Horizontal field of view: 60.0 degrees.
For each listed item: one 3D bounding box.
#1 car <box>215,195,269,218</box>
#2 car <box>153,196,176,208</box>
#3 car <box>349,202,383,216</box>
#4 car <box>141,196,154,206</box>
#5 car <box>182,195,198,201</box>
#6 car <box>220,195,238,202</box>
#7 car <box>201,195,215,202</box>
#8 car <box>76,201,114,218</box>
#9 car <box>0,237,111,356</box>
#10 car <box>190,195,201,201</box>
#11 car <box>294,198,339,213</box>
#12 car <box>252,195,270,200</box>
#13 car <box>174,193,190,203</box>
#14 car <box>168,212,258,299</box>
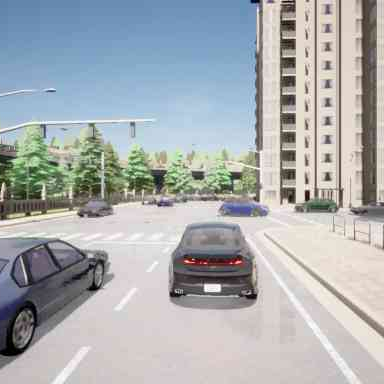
[{"bbox_3d":[4.829,1.395,30.944,4.553,1.767,2.097,0,0,22],"label":"car"},{"bbox_3d":[-3.980,1.601,49.123,1.895,1.301,4.718,0,0,4],"label":"car"},{"bbox_3d":[18.355,1.656,33.188,4.718,1.301,1.895,0,0,3],"label":"car"},{"bbox_3d":[-7.081,1.491,55.034,2.128,1.511,4.902,0,0,4],"label":"car"},{"bbox_3d":[-0.423,1.552,83.636,1.994,1.385,4.181,0,0,34],"label":"car"},{"bbox_3d":[8.705,1.525,78.401,2.128,1.511,4.902,0,0,34],"label":"car"},{"bbox_3d":[4.884,1.500,78.871,1.837,1.490,4.892,0,0,34],"label":"car"},{"bbox_3d":[-8.711,1.548,30.436,2.033,1.411,5.357,0,0,4],"label":"car"},{"bbox_3d":[-3.138,1.547,6.033,2.033,1.411,5.357,0,0,4],"label":"car"},{"bbox_3d":[1.790,1.525,80.514,2.128,1.511,4.902,0,0,29],"label":"car"},{"bbox_3d":[13.756,1.407,36.988,4.553,1.767,2.097,0,0,5],"label":"car"},{"bbox_3d":[18.878,1.524,91.019,4.674,1.442,1.812,0,0,-20],"label":"car"},{"bbox_3d":[-2.349,1.222,69.271,2.150,2.045,5.566,0,0,6],"label":"car"},{"bbox_3d":[0.546,1.505,8.488,1.837,1.490,4.892,0,0,4],"label":"car"}]
